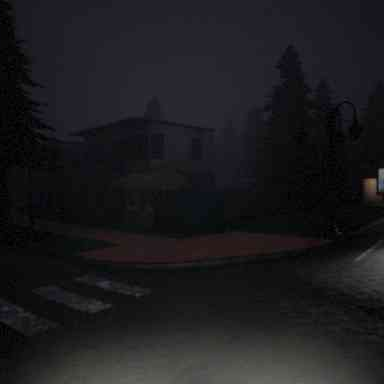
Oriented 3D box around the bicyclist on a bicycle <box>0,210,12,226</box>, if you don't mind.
[{"bbox_3d":[-10.904,1.136,18.486,1.656,1.620,0.582,-3,3,-43],"label":"bicyclist on a bicycle"}]
